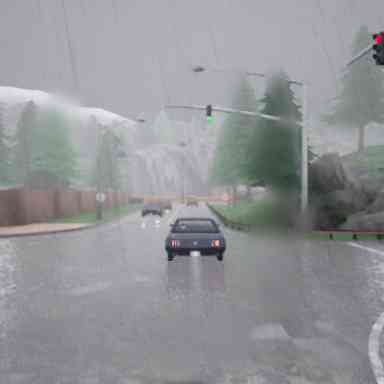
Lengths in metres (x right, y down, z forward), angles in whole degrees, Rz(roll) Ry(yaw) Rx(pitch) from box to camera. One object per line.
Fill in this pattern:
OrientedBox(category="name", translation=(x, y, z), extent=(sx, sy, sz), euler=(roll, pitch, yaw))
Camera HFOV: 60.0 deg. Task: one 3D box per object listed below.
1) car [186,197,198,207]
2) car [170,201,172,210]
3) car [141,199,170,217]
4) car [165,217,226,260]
OrientedBox(category="car", translation=(0.032, 1.518, 51.857), extent=(2.033, 1.411, 5.357), euler=(0, 0, 0))
OrientedBox(category="car", translation=(-3.532, 1.541, 41.531), extent=(1.994, 1.385, 4.181), euler=(0, 0, 1))
OrientedBox(category="car", translation=(-3.557, 1.530, 31.542), extent=(2.033, 1.411, 5.357), euler=(0, 0, 0))
OrientedBox(category="car", translation=(0.110, 1.593, 12.371), extent=(1.895, 1.301, 4.718), euler=(0, 0, 0))
